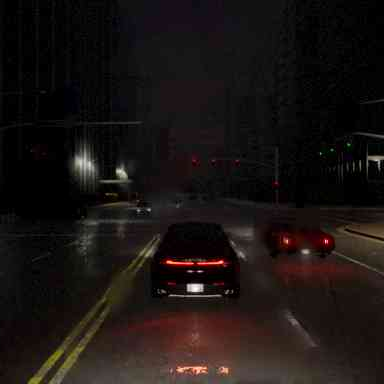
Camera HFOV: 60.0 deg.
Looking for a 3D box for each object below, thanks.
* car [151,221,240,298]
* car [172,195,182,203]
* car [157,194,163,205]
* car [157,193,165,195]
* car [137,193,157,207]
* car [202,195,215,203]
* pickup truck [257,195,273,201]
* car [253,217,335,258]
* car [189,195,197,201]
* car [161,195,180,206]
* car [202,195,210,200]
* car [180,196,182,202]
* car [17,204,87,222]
[{"bbox_3d":[0.084,1.505,8.502,1.837,1.490,4.892,0,0,1],"label":"car"},{"bbox_3d":[-3.277,1.478,73.361,1.882,1.535,5.008,0,0,0],"label":"car"},{"bbox_3d":[-6.889,1.505,60.130,1.837,1.490,4.892,0,0,1],"label":"car"},{"bbox_3d":[-6.786,1.225,70.537,2.150,2.045,5.566,0,0,0],"label":"car"},{"bbox_3d":[-6.939,1.352,49.977,2.097,1.767,4.553,0,0,0],"label":"car"},{"bbox_3d":[3.790,1.477,70.946,1.882,1.535,5.008,0,0,0],"label":"car"},{"bbox_3d":[16.851,1.059,75.811,2.390,2.098,6.274,0,0,31],"label":"pickup truck"},{"bbox_3d":[3.619,1.601,12.758,1.895,1.301,4.718,0,0,0],"label":"car"},{"bbox_3d":[0.243,1.487,80.031,1.837,1.490,4.892,0,0,0],"label":"car"},{"bbox_3d":[-3.417,1.564,53.951,1.994,1.385,4.181,0,0,0],"label":"car"},{"bbox_3d":[3.776,1.552,90.510,1.994,1.385,4.181,0,0,0],"label":"car"},{"bbox_3d":[-3.361,1.601,63.240,1.895,1.301,4.718,0,0,1],"label":"car"},{"bbox_3d":[-10.612,1.601,25.565,4.718,1.301,1.895,0,0,1],"label":"car"}]
